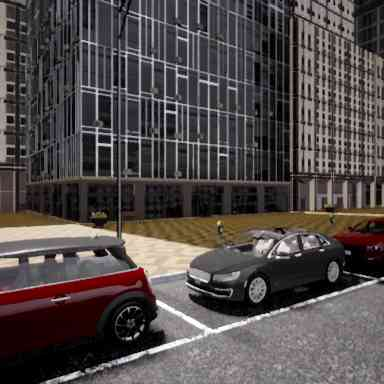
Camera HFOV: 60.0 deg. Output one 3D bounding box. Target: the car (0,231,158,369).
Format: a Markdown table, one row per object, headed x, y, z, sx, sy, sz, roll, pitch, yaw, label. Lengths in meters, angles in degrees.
| x | y | z | sx | sy | sz | roll | pitch | yaw | label |
| --- | --- | --- | --- | --- | --- | --- | --- | --- | --- |
| -2.618 | 1.440 | 4.694 | 4.097 | 1.590 | 1.967 | 0 | 0 | -35 | car |

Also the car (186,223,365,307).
| x | y | z | sx | sy | sz | roll | pitch | yaw | label |
| --- | --- | --- | --- | --- | --- | --- | --- | --- | --- |
| 1.894 | 1.549 | 7.893 | 4.403 | 1.369 | 2.008 | 0 | 0 | -35 | car |

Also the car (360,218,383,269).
| x | y | z | sx | sy | sz | roll | pitch | yaw | label |
| --- | --- | --- | --- | --- | --- | --- | --- | --- | --- |
| 6.408 | 1.542 | 11.093 | 4.507 | 1.381 | 1.887 | 0 | 0 | -35 | car |
